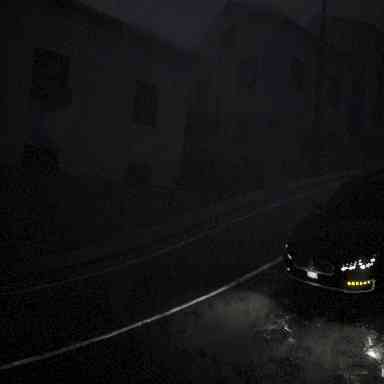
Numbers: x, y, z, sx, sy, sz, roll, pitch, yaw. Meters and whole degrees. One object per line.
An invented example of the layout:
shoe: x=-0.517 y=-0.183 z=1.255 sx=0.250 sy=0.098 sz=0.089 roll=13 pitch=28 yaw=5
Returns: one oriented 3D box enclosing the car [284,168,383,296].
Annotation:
car: x=3.780 y=0.413 z=6.527 sx=4.892 sy=1.490 sz=1.837 roll=-19 pitch=10 yaw=-33
